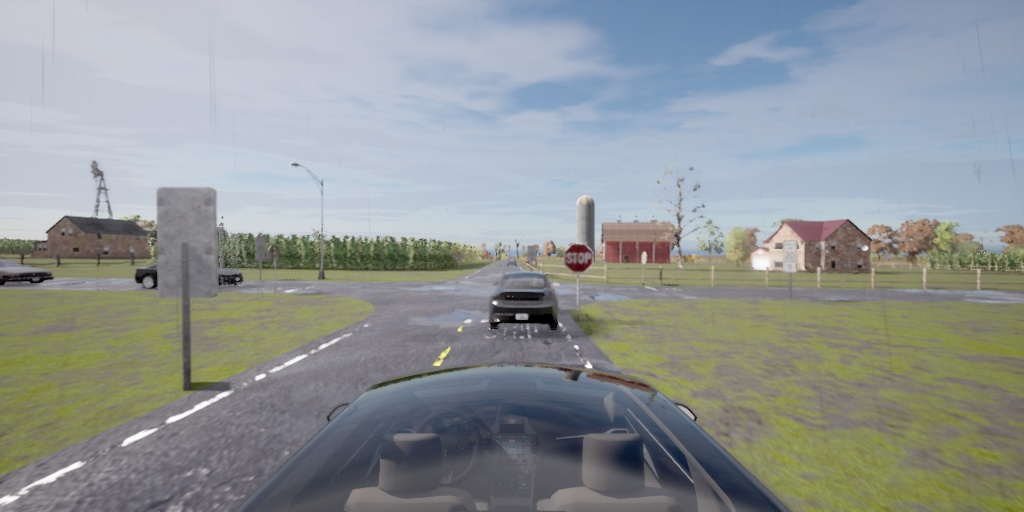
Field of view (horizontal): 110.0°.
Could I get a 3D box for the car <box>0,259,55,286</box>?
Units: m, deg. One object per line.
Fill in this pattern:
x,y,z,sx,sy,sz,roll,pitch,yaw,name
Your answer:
-28.597,0.866,19.532,5.357,1.411,2.033,1,1,0,car

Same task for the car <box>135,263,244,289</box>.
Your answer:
-17.468,0.961,19.572,5.008,1.535,1.882,1,1,0,car

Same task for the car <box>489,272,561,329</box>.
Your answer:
0.428,1.228,11.130,1.837,1.490,4.892,0,0,4,car
